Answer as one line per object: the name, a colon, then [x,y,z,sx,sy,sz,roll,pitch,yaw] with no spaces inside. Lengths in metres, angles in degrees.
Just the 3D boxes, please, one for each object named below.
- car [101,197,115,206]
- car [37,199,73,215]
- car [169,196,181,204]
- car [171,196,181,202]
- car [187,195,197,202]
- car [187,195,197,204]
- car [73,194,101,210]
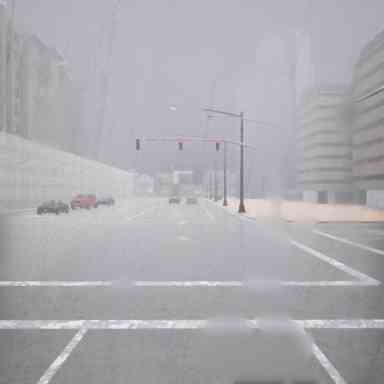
car: [-14.104,1.547,55.005,2.033,1.411,5.357,0,0,0]
car: [-14.114,1.564,33.961,1.994,1.385,4.181,0,0,0]
car: [-3.450,1.525,64.212,1.812,1.442,4.674,0,0,0]
car: [-3.543,1.595,74.448,1.895,1.301,4.718,0,0,0]
car: [-0.043,1.427,73.631,2.033,1.411,5.357,0,0,0]
car: [-0.037,1.477,63.212,1.882,1.535,5.008,0,0,0]
car: [-14.114,1.223,43.576,2.150,2.045,5.566,0,0,0]
